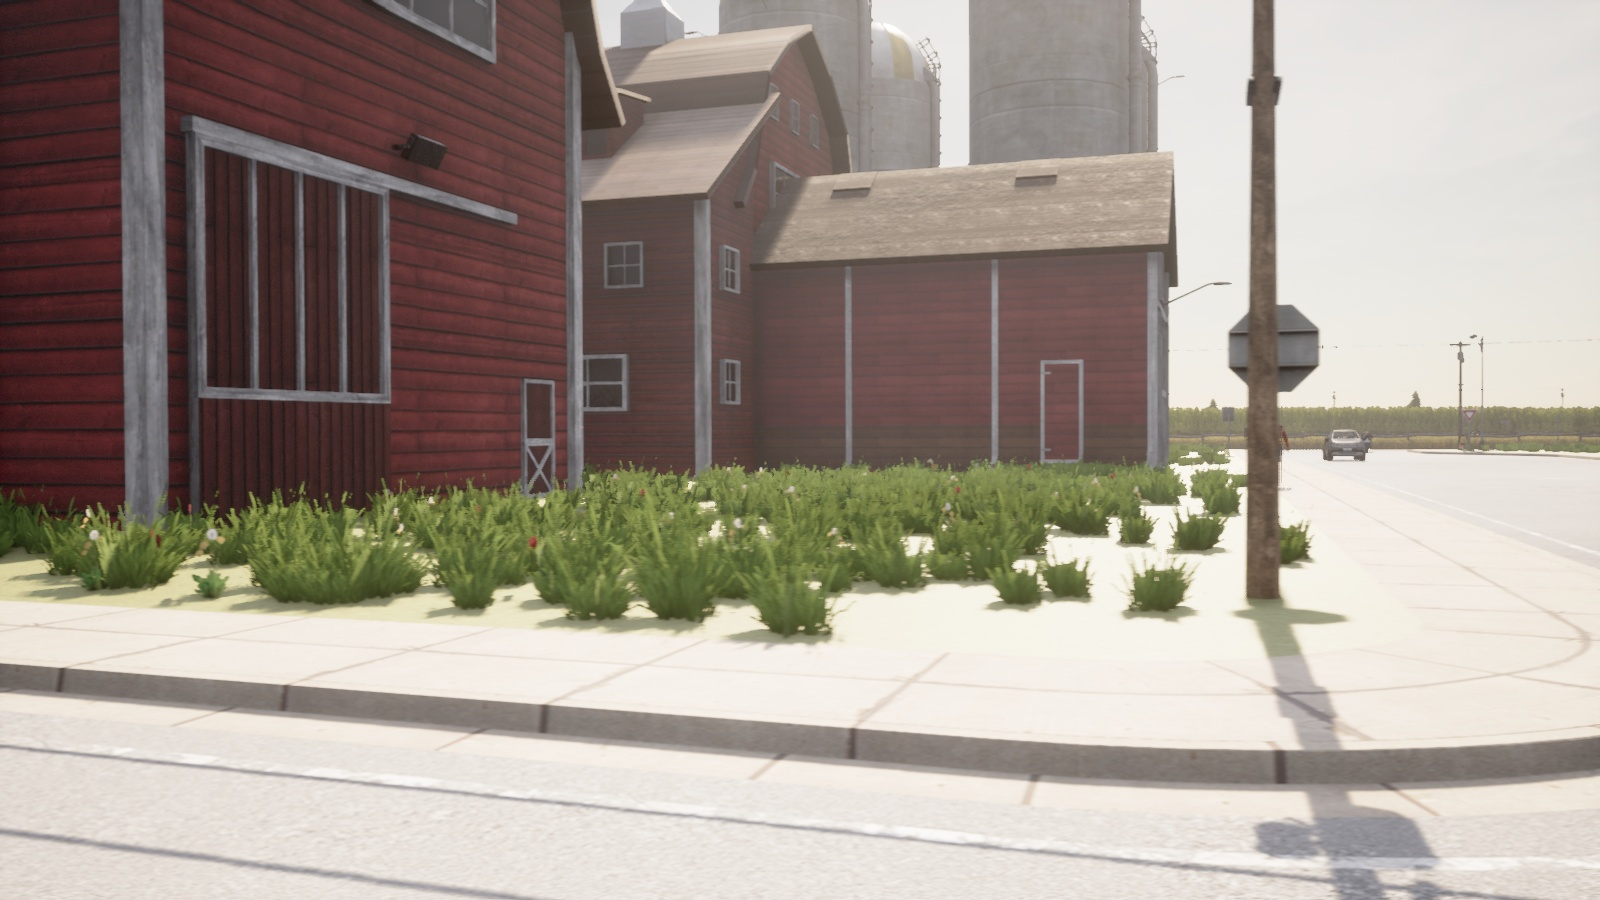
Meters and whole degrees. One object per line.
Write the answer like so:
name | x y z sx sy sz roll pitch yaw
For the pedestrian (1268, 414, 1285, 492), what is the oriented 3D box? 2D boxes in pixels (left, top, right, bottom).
pedestrian | 11.459 0.063 30.206 0.331 1.846 0.636 1 1 25

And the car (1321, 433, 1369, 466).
car | 26.756 -0.041 61.761 1.789 1.549 3.705 0 1 18
